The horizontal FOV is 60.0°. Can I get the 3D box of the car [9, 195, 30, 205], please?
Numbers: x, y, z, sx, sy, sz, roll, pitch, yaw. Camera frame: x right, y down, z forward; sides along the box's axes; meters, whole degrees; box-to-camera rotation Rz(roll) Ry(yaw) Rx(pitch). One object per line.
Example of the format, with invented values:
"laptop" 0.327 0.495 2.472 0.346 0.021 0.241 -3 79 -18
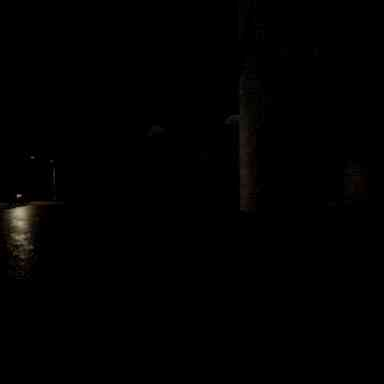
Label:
"car" -25.243 1.114 48.635 2.163 1.488 4.792 0 0 -14
